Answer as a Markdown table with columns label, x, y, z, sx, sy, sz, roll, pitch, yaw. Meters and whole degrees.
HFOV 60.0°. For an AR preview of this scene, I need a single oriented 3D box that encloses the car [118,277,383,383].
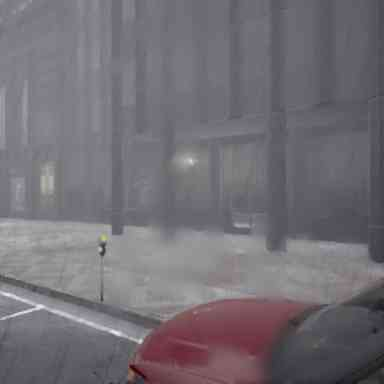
| label | x | y | z | sx | sy | sz | roll | pitch | yaw |
| --- | --- | --- | --- | --- | --- | --- | --- | --- | --- |
| car | 1.777 | 1.312 | 1.693 | 5.009 | 1.841 | 2.192 | 0 | 0 | 36 |
